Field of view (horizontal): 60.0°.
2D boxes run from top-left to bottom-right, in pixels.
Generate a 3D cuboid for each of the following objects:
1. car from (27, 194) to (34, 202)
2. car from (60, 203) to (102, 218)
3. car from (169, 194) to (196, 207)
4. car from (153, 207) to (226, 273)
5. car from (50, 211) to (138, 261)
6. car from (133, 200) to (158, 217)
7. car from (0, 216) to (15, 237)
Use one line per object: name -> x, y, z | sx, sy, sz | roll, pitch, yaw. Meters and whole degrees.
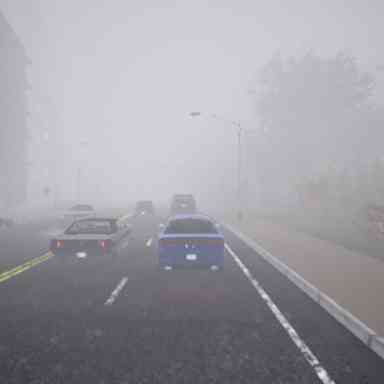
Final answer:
car -> -31.166, 0.967, 60.671 | 4.097, 1.590, 1.967 | 1, -1, -14
car -> -7.155, 1.493, 21.908 | 1.812, 1.442, 4.674 | 0, 0, -3
car -> -0.814, 1.166, 28.838 | 2.150, 2.045, 5.566 | 0, 0, -3
car -> -0.065, 1.460, 10.692 | 1.882, 1.535, 5.008 | 0, 0, -1
car -> -3.347, 1.583, 12.137 | 1.895, 1.301, 4.718 | 0, 0, -1
car -> -4.126, 1.451, 29.652 | 1.837, 1.490, 4.892 | 0, 0, -3
car -> -10.119, 1.584, 15.093 | 1.895, 1.301, 4.718 | 0, 0, -2
